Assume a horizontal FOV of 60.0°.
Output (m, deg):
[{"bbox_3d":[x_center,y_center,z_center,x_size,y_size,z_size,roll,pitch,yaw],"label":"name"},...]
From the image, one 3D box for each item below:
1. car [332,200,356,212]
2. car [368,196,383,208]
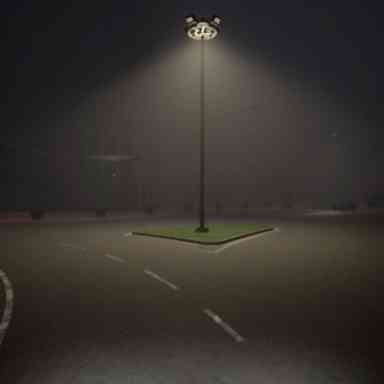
[{"bbox_3d":[20.863,1.862,45.542,2.128,1.511,4.902,0,-1,44],"label":"car"},{"bbox_3d":[32.275,1.701,57.295,2.150,2.045,5.566,0,-1,44],"label":"car"}]
